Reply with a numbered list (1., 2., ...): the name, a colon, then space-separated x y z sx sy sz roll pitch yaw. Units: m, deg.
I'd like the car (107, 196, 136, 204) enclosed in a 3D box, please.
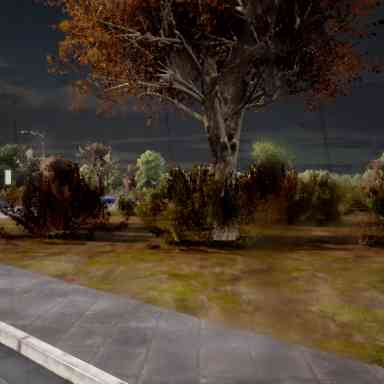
1. car: -10.946 1.426 53.473 1.994 1.385 4.181 0 0 34
